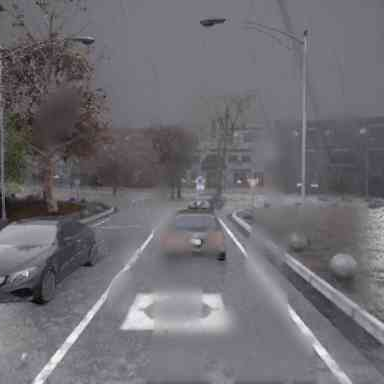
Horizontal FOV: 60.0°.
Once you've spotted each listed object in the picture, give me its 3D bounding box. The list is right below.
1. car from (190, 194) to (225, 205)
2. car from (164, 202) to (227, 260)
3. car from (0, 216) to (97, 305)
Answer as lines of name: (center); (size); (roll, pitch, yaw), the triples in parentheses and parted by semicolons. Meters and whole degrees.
car: (1.309, 0.835, 27.147); (2.033, 1.411, 5.357); (1, 2, 18)
car: (0.094, 1.294, 11.232); (2.033, 1.411, 5.357); (0, 1, 0)
car: (-3.592, 1.354, 7.803); (1.812, 1.442, 4.674); (0, 1, 0)
